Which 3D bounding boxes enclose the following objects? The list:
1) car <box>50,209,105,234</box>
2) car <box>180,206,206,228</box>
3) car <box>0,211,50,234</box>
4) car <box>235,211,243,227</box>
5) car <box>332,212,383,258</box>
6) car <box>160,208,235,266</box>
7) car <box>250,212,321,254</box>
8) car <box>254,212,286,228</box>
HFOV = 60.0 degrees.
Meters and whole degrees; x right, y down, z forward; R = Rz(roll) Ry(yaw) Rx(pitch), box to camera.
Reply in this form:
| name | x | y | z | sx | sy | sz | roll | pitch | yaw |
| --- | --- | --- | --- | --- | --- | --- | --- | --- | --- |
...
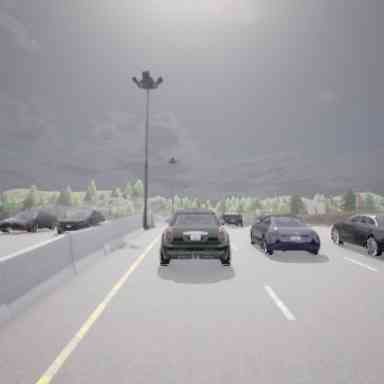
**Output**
| name | x | y | z | sx | sy | sz | roll | pitch | yaw |
| --- | --- | --- | --- | --- | --- | --- | --- | --- | --- |
| car | -7.095 | 1.843 | 21.719 | 1.882 | 1.535 | 5.008 | 0 | -3 | 0 |
| car | 0.104 | 2.259 | 29.599 | 2.097 | 1.767 | 4.553 | 0 | -5 | 0 |
| car | -10.596 | 1.928 | 22.001 | 2.033 | 1.411 | 5.357 | 0 | -3 | 0 |
| car | 3.605 | 2.568 | 31.665 | 1.882 | 1.535 | 5.008 | 0 | -5 | 0 |
| car | 7.102 | 1.529 | 12.858 | 2.128 | 1.511 | 4.902 | 0 | -1 | 0 |
| car | 0.102 | 1.368 | 11.731 | 2.097 | 1.767 | 4.553 | 0 | -1 | 0 |
| car | 3.603 | 1.615 | 13.547 | 1.994 | 1.385 | 4.181 | 0 | -1 | 0 |
| car | 7.105 | 2.571 | 30.746 | 1.994 | 1.385 | 4.181 | 0 | -5 | 0 |
